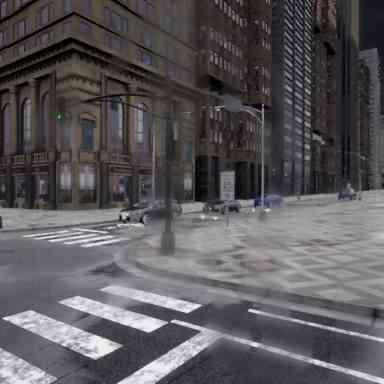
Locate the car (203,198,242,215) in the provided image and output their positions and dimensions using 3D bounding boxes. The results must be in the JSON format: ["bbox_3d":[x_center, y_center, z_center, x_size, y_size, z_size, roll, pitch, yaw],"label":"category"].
[{"bbox_3d":[2.704,1.187,29.351,1.994,1.385,4.181,0,1,36],"label":"car"}]

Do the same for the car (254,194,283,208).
[{"bbox_3d":[8.735,0.962,37.775,1.882,1.535,5.008,0,1,36],"label":"car"}]

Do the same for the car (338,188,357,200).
[{"bbox_3d":[27.031,0.362,57.855,2.150,2.045,5.566,0,1,36],"label":"car"}]

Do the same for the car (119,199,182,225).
[{"bbox_3d":[-2.629,1.237,21.901,2.128,1.511,4.902,0,1,36],"label":"car"}]
